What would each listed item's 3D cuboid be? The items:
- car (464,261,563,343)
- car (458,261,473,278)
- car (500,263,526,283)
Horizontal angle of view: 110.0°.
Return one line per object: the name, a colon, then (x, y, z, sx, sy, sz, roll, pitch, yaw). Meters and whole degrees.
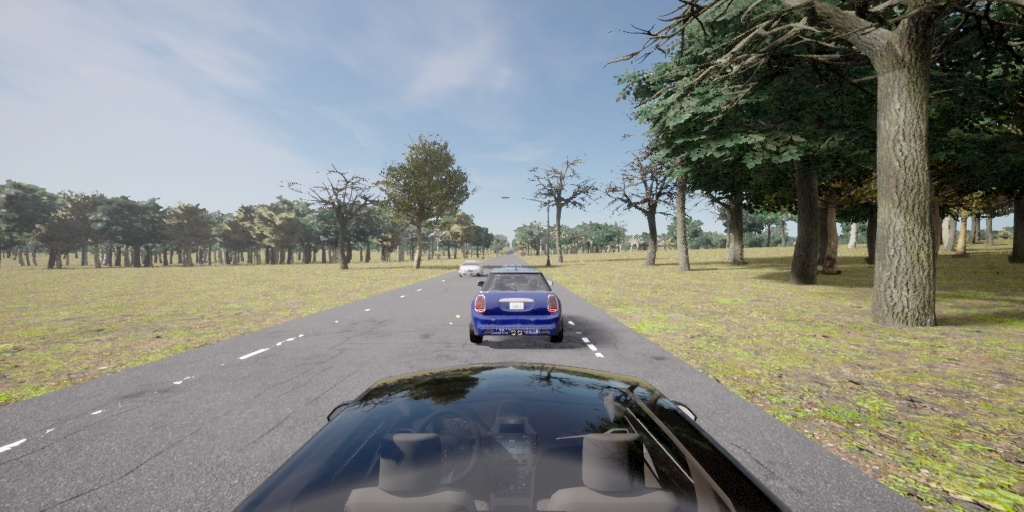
car: (0.088, 1.085, 9.819, 2.097, 1.767, 4.553, 0, 0, 0)
car: (-3.639, 1.158, 32.301, 1.812, 1.442, 4.674, 0, 0, 0)
car: (0.068, 1.256, 27.922, 1.895, 1.301, 4.718, 0, 0, 0)
